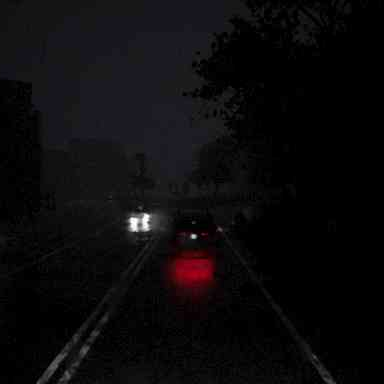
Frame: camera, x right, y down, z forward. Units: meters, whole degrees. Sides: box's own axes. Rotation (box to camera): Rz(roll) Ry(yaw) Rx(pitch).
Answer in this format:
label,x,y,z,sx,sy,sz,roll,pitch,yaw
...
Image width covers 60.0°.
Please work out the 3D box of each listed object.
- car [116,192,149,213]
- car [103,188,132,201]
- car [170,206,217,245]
label,x,y,z,sx,sy,sz,roll,pitch,yaw
car,-5.446,1.086,31.450,2.128,1.511,4.902,-1,2,-23
car,-12.354,0.378,56.091,2.150,2.045,5.566,-1,-1,36
car,0.064,1.377,14.843,1.837,1.490,4.892,0,1,0
